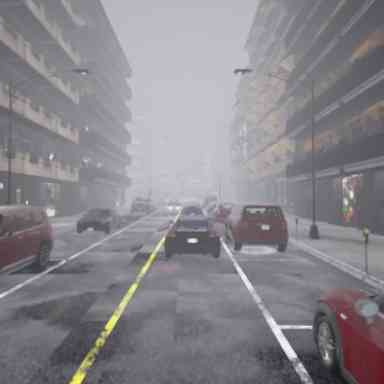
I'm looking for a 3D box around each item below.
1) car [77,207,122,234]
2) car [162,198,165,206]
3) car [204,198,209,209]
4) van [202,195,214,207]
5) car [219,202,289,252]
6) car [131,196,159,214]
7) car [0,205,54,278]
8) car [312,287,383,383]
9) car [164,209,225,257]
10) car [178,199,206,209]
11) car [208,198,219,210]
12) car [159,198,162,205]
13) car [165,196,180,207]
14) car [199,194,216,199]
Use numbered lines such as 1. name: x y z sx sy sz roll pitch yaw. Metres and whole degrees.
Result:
1. car: -5.303 1.588 19.567 1.947 1.339 4.313 1 0 0
2. car: -5.313 1.716 58.281 1.802 1.307 4.206 1 0 0
3. car: 2.540 1.640 36.103 1.802 1.307 4.206 1 0 0
4. van: 2.540 1.453 52.698 1.690 1.788 3.998 1 0 0
5. car: 2.551 1.329 13.978 2.192 1.841 5.009 1 0 0
6. car: -5.301 1.373 36.157 2.192 1.841 5.009 1 0 0
7. car: -5.294 1.323 8.504 2.192 1.841 5.009 1 0 0
8. car: 2.592 1.443 2.916 1.967 1.590 4.097 1 0 0
9. car: 0.038 1.577 12.970 1.994 1.385 4.181 0 0 1
10. car: 0.041 1.565 28.582 1.812 1.442 4.674 0 0 1
11. car: 2.545 1.473 25.041 1.967 1.590 4.097 1 0 0
12. car: -5.308 1.619 41.688 1.887 1.381 4.507 1 0 0
13. car: -2.840 1.680 53.666 1.994 1.385 4.181 0 0 0
14. car: 2.542 1.407 47.166 2.192 1.841 5.009 1 0 0
